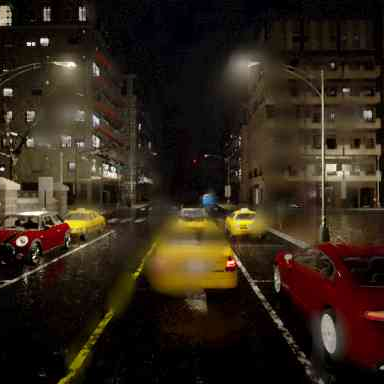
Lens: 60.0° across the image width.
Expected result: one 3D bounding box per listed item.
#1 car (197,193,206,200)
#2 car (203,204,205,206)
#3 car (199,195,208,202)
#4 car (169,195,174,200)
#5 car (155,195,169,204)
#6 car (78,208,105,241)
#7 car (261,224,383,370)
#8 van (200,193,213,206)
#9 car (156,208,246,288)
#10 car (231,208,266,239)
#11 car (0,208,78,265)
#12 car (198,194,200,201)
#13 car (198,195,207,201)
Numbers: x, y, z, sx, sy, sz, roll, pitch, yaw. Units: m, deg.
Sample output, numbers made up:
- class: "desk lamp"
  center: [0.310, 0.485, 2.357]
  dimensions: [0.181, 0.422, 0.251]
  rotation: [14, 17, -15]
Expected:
- class: "car"
  center: [2.576, 1.245, 89.045]
  dimensions: [2.192, 1.841, 5.009]
  rotation: [1, 0, 0]
- class: "car"
  center: [0.080, 1.602, 19.652]
  dimensions: [1.895, 1.301, 4.718]
  rotation: [0, 0, 0]
- class: "car"
  center: [2.589, 1.500, 77.703]
  dimensions: [2.008, 1.369, 4.403]
  rotation: [1, 0, 0]
- class: "car"
  center: [-5.808, 1.512, 89.091]
  dimensions: [1.802, 1.307, 4.206]
  rotation: [1, 0, 0]
- class: "car"
  center: [-5.768, 1.554, 60.736]
  dimensions: [1.802, 1.307, 4.206]
  rotation: [1, 0, 0]
- class: "car"
  center: [-5.706, 1.527, 16.862]
  dimensions: [1.752, 1.417, 4.829]
  rotation: [1, 0, 0]
- class: "car"
  center: [2.690, 1.546, 5.793]
  dimensions: [1.887, 1.381, 4.507]
  rotation: [1, 0, 0]
- class: "van"
  center: [2.623, 1.319, 55.019]
  dimensions: [1.690, 1.788, 3.998]
  rotation: [1, 0, 0]
- class: "car"
  center: [0.086, 1.458, 9.163]
  dimensions: [1.801, 1.575, 5.366]
  rotation: [0, 0, 0]
- class: "car"
  center: [2.673, 1.527, 17.197]
  dimensions: [1.752, 1.417, 4.829]
  rotation: [1, 0, 0]
- class: "car"
  center: [-5.698, 1.442, 11.417]
  dimensions: [1.967, 1.590, 4.097]
  rotation: [1, 0, 0]
- class: "car"
  center: [2.612, 1.516, 60.691]
  dimensions: [1.887, 1.381, 4.507]
  rotation: [1, 0, 0]
- class: "car"
  center: [2.581, 1.491, 83.374]
  dimensions: [2.008, 1.369, 4.403]
  rotation: [1, 0, 0]
